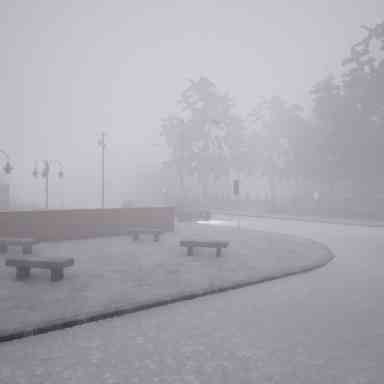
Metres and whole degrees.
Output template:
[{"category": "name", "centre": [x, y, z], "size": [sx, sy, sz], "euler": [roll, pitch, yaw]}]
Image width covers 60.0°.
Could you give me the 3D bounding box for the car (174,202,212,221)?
[{"category": "car", "centre": [-0.249, 1.564, 27.323], "size": [1.994, 1.385, 4.181], "euler": [0, 0, -35]}]

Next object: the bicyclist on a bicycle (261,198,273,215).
[{"category": "bicyclist on a bicycle", "centre": [7.092, 1.349, 31.482], "size": [1.656, 1.620, 0.582], "euler": [0, 0, -35]}]

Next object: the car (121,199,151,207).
[{"category": "car", "centre": [-6.019, 1.505, 35.458], "size": [1.837, 1.490, 4.892], "euler": [0, 0, -35]}]
